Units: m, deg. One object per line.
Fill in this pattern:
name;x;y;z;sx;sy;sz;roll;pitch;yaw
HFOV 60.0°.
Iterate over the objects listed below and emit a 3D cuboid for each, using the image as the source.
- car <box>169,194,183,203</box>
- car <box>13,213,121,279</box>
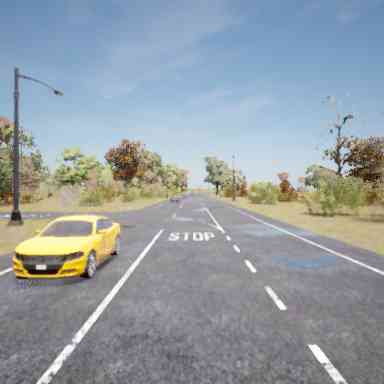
car;-3.412;1.399;66.034;2.128;1.511;4.902;0;0;0
car;-3.507;1.469;10.236;1.882;1.535;5.008;0;0;0
